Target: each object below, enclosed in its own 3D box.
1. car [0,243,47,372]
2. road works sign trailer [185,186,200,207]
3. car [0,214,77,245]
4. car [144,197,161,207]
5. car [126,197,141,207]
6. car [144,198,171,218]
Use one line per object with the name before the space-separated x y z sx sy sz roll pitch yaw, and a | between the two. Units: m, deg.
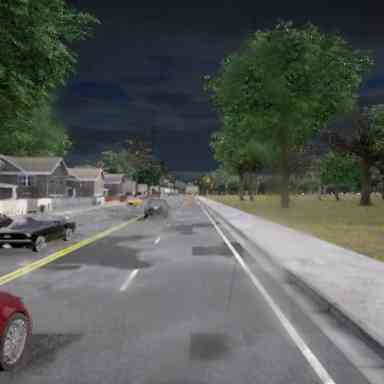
car | -3.157 1.535 2.724 1.812 1.442 4.674 0 0 0
road works sign trailer | -0.002 0.650 56.128 2.380 3.560 2.880 0 0 0
car | -6.601 1.647 14.110 1.895 1.301 4.718 0 0 0
car | -6.550 1.675 55.529 2.128 1.511 4.902 0 0 1
car | -9.798 1.662 55.930 1.882 1.535 5.008 0 0 1
car | -3.151 1.454 31.207 2.097 1.767 4.553 0 0 0
